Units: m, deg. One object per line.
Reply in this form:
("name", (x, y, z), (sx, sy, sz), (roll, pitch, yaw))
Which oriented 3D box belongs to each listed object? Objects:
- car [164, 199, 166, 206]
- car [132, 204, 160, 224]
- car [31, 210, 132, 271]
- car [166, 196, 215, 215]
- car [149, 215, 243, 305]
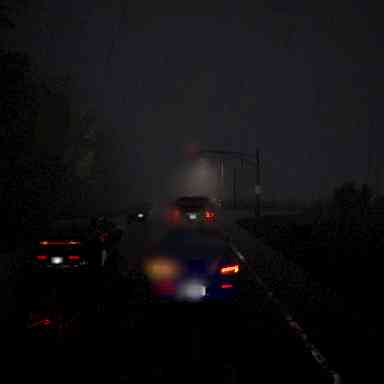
("car", (-3.609, 1.506, 55.942), (1.837, 1.490, 4.892), (0, 0, 0))
("car", (-3.491, 1.567, 24.570), (1.994, 1.385, 4.181), (0, 0, 0))
("car", (-3.440, 1.505, 10.892), (1.837, 1.490, 4.892), (0, 0, 0))
("car", (0.036, 1.224, 17.645), (2.150, 2.045, 5.566), (0, 0, 0))
("car", (0.076, 1.527, 7.979), (1.812, 1.442, 4.674), (0, 0, 0))
